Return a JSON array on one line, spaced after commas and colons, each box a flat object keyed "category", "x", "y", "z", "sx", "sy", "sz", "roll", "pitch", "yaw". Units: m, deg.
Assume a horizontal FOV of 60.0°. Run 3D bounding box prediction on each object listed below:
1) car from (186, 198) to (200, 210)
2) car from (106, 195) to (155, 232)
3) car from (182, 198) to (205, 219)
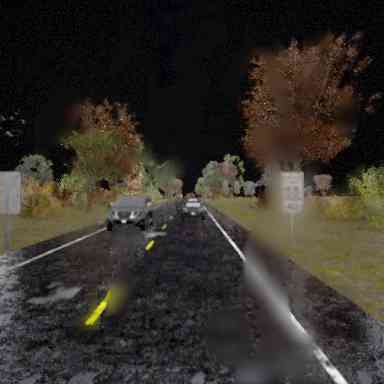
[{"category": "car", "x": 0.099, "y": 1.486, "z": 43.752, "sx": 1.812, "sy": 1.442, "sz": 4.674, "roll": 0, "pitch": 0, "yaw": 0}, {"category": "car", "x": -3.573, "y": 1.182, "z": 20.263, "sx": 2.150, "sy": 2.045, "sz": 5.566, "roll": 0, "pitch": 0, "yaw": 0}, {"category": "car", "x": 0.105, "y": 1.480, "z": 28.085, "sx": 1.812, "sy": 1.442, "sz": 4.674, "roll": 0, "pitch": 0, "yaw": 0}]
